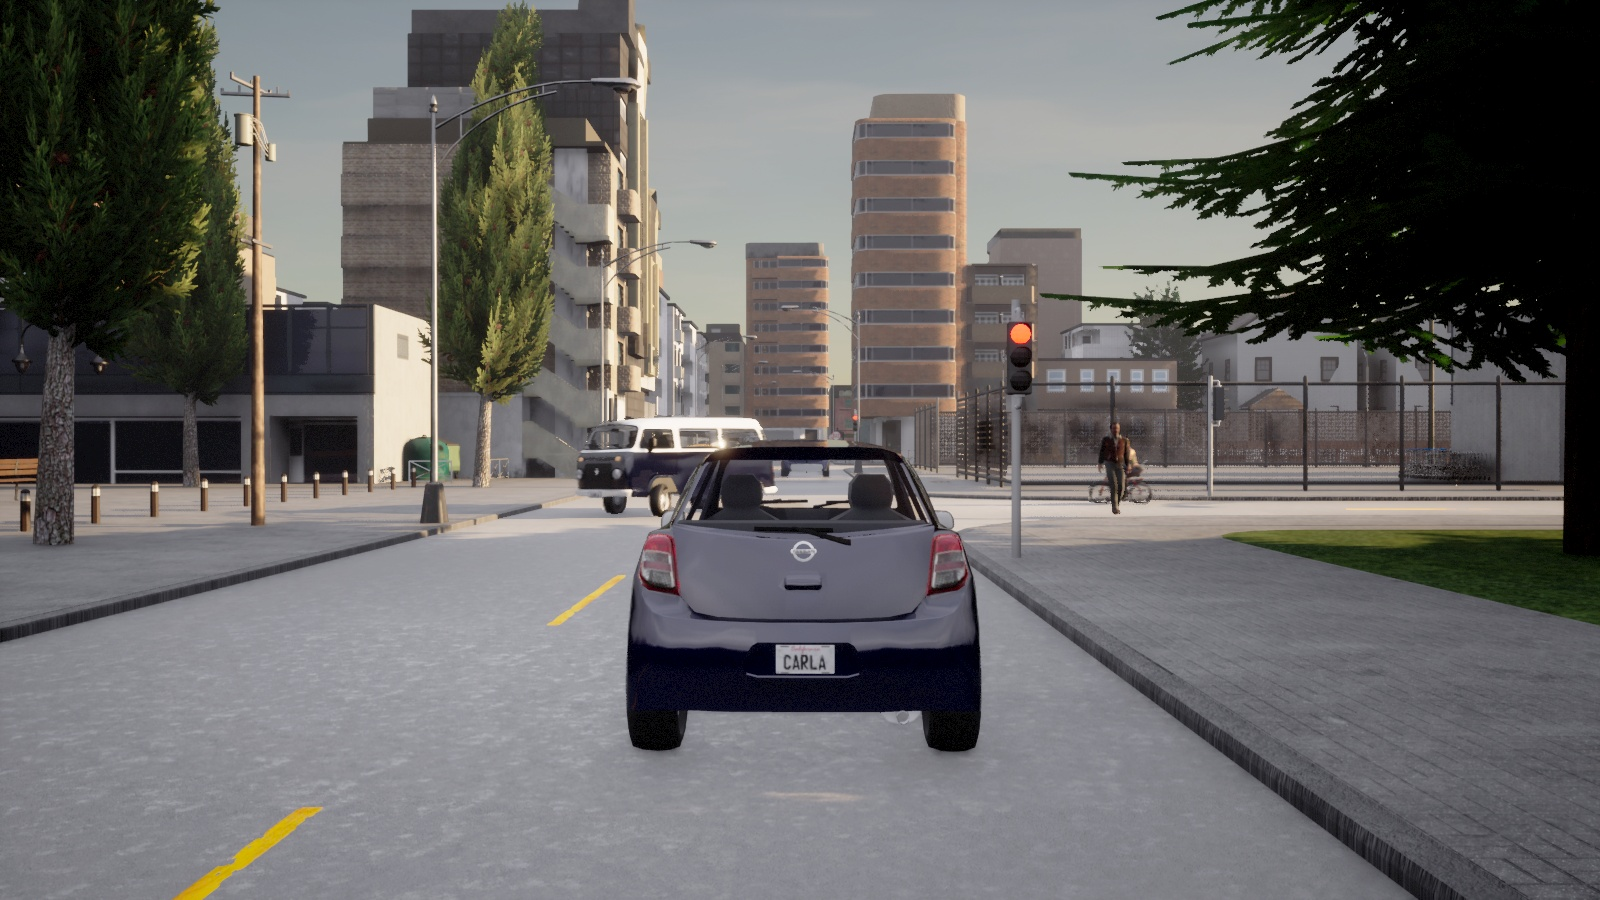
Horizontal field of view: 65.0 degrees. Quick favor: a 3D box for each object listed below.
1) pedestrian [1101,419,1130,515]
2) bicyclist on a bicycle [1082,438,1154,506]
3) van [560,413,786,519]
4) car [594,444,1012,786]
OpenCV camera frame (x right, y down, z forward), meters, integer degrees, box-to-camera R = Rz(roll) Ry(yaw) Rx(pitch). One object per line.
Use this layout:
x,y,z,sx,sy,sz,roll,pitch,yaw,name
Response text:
6.183,0.335,24.631,0.376,1.854,0.720,0,0,-1,pedestrian
7.598,0.519,30.066,1.509,1.612,0.866,0,0,1,bicyclist on a bicycle
-2.595,0.317,26.542,2.069,2.038,4.480,-1,-1,42,van
0.036,0.719,7.361,1.845,1.501,3.633,0,0,1,car
